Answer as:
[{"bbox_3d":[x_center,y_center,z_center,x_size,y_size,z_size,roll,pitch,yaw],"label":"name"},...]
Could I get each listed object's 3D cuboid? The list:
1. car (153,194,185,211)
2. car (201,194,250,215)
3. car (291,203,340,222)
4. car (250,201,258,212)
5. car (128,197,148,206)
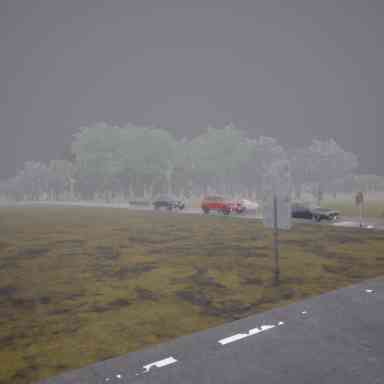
[{"bbox_3d":[-3.155,1.365,44.547,2.150,2.045,5.566,-2,1,-36],"label":"car"},{"bbox_3d":[3.202,1.305,35.732,2.150,2.045,5.566,-2,1,-35],"label":"car"},{"bbox_3d":[9.260,1.606,27.350,2.033,1.411,5.357,-2,1,-36],"label":"car"},{"bbox_3d":[5.433,1.530,37.666,1.812,1.442,4.674,-2,1,-36],"label":"car"},{"bbox_3d":[-9.481,1.690,58.327,2.128,1.511,4.902,-2,1,-36],"label":"car"}]
